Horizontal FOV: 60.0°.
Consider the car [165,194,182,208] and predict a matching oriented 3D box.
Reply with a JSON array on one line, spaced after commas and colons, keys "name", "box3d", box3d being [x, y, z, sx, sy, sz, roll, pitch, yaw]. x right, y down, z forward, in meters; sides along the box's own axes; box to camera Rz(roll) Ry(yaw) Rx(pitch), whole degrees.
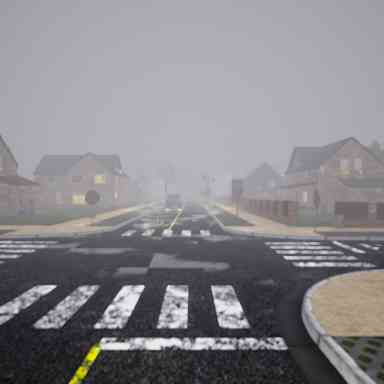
[{"name": "car", "box3d": [-2.722, 1.276, 49.941, 2.150, 2.045, 5.566, 0, 0, 0]}]
